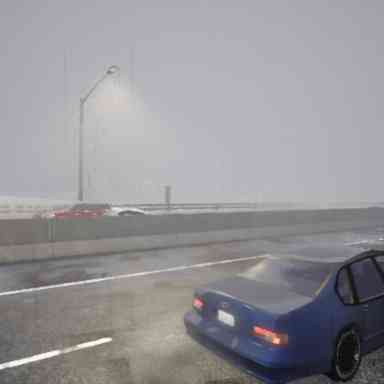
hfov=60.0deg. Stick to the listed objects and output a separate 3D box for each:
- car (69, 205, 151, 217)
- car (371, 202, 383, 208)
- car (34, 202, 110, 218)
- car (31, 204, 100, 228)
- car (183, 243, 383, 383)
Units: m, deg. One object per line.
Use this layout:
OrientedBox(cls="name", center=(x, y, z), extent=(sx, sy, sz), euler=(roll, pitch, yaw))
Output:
OrientedBox(cls="car", center=(-3.981, 1.596, 18.328), extent=(4.674, 1.442, 1.812), euler=(1, -1, -35))
OrientedBox(cls="car", center=(28.703, 2.142, 49.236), extent=(5.357, 1.411, 2.033), euler=(1, 0, -33))
OrientedBox(cls="car", center=(-6.927, 1.408, 20.527), extent=(4.553, 1.767, 2.097), euler=(1, 0, -35))
OrientedBox(cls="car", center=(-8.875, 1.620, 23.438), extent=(4.181, 1.385, 1.994), euler=(1, 0, -35))
OrientedBox(cls="car", center=(2.462, 1.601, 5.491), extent=(5.357, 1.411, 2.033), euler=(1, 0, -35))
